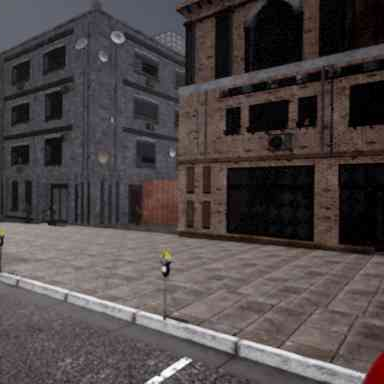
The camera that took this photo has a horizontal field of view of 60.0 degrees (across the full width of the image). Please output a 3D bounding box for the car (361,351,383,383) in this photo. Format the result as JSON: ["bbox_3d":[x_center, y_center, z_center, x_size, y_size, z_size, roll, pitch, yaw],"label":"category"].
[{"bbox_3d":[2.995,1.303,0.665,5.009,1.841,2.192,0,1,36],"label":"car"}]
